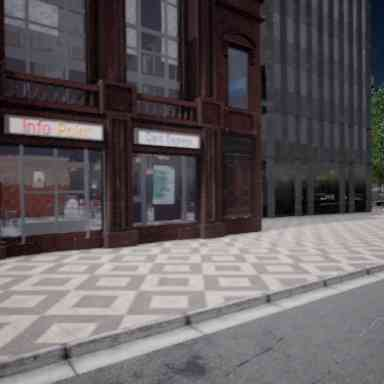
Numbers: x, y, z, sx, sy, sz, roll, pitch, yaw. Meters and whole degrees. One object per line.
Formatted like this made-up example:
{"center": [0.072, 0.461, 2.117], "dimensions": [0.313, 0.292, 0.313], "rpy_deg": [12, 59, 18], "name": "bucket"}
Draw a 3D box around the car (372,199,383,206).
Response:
{"center": [31.503, 1.660, 53.937], "dimensions": [1.947, 1.339, 4.313], "rpy_deg": [-1, 1, -35], "name": "car"}
